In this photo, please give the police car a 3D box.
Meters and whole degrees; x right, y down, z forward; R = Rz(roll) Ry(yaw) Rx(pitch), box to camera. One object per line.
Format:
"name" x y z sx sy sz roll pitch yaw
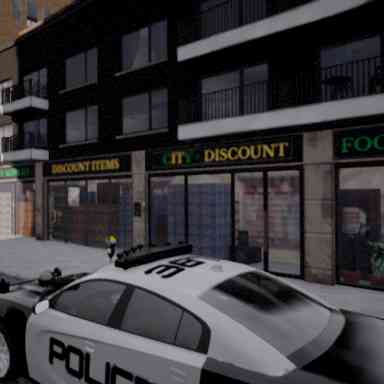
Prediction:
"police car" -0.524 1.423 3.793 5.238 1.638 1.930 0 0 35
